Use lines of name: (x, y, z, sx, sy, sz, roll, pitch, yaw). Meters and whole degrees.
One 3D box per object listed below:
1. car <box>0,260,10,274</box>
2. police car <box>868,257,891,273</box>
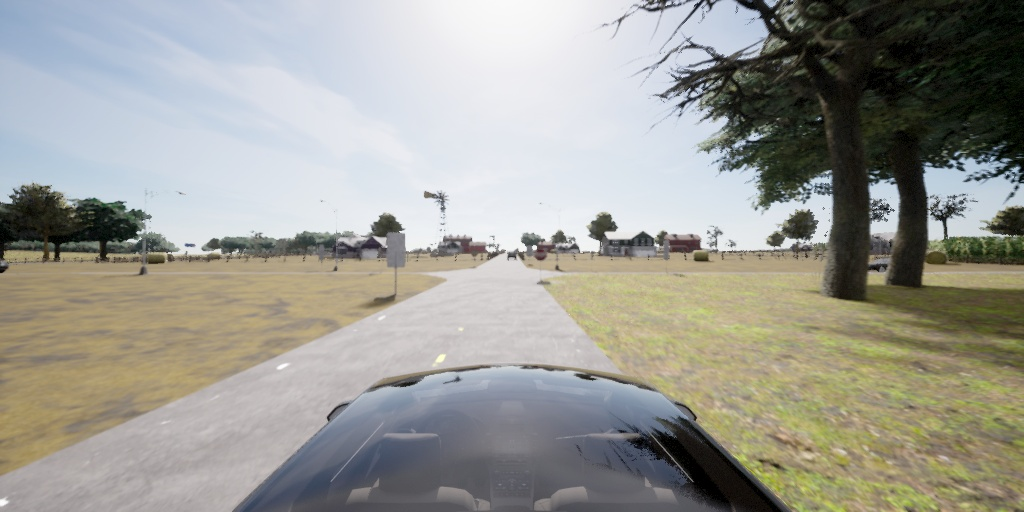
car: (-51.841, 0.700, 34.207, 5.566, 2.045, 2.150, 0, -2, 0)
police car: (38.978, 0.886, 37.296, 5.238, 1.638, 1.930, 0, -2, 0)
